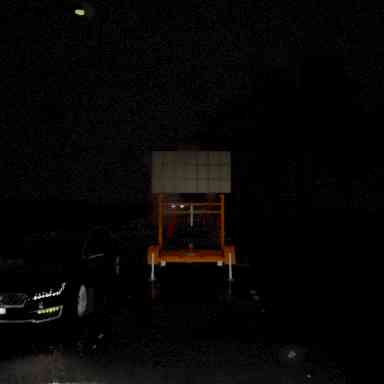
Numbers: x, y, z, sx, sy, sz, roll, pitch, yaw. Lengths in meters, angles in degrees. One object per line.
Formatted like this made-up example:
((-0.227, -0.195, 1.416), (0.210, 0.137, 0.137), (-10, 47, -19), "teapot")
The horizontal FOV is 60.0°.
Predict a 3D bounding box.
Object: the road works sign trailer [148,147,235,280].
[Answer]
((-0.011, 0.471, 9.901), (2.380, 3.560, 2.880), (0, 0, 0), "road works sign trailer")

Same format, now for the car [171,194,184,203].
((-2.696, 1.496, 64.038), (2.150, 2.045, 5.566), (0, -1, 0), "car")

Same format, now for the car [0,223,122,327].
((-2.845, 1.509, 7.360), (1.837, 1.490, 4.892), (0, 0, 0), "car")
